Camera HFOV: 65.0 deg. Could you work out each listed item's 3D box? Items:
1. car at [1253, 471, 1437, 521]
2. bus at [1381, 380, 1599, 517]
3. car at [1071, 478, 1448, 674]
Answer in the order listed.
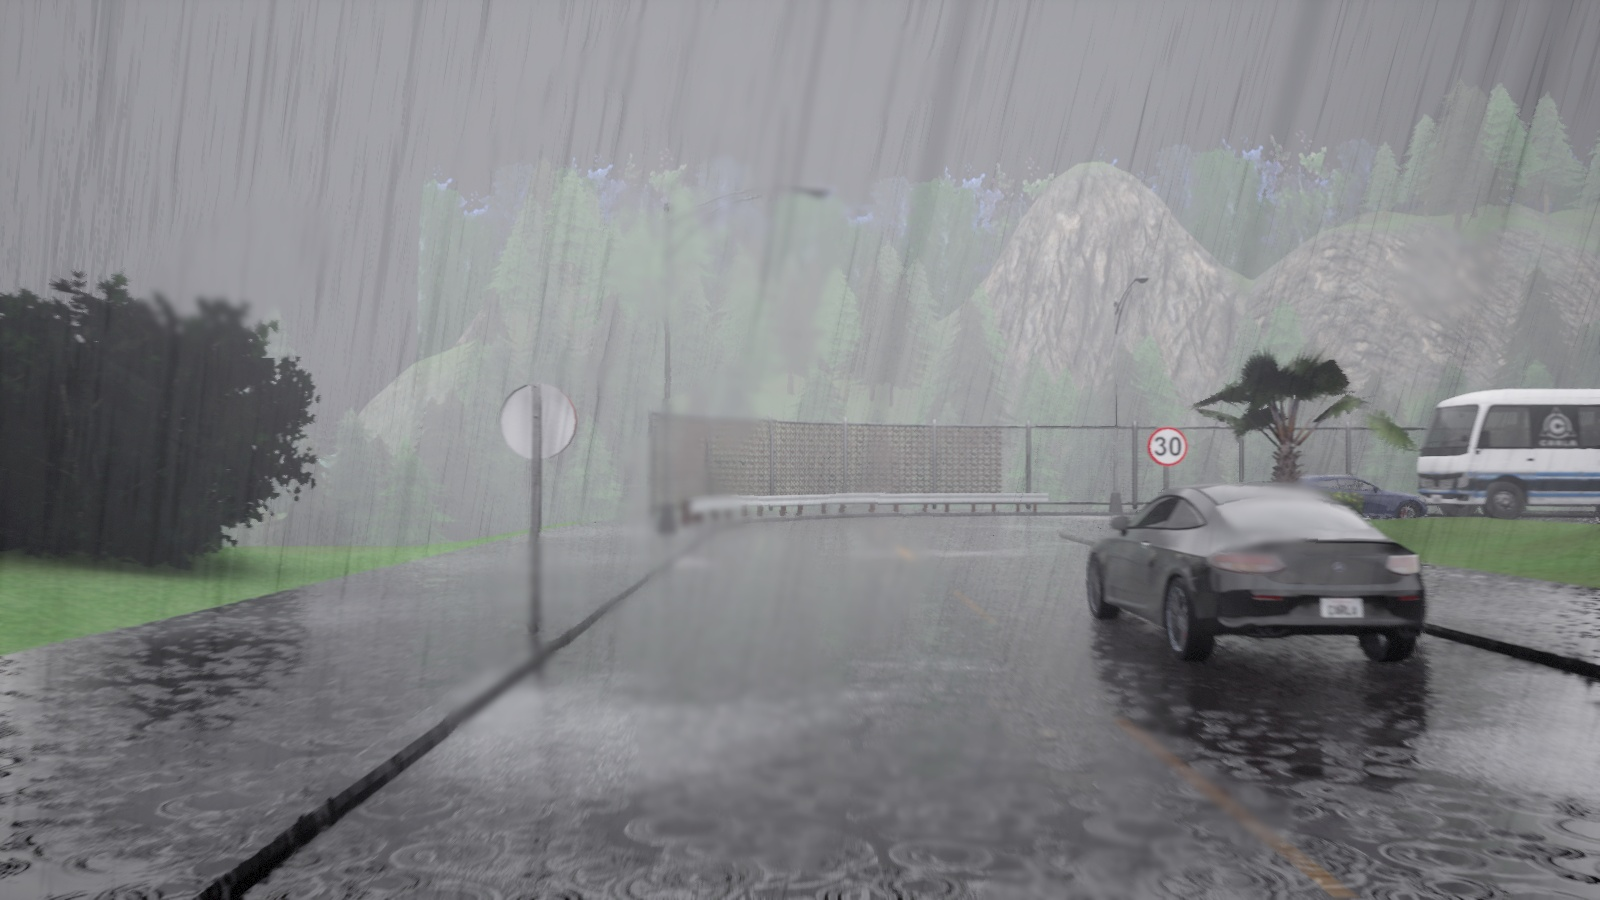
[{"bbox_3d":[16.112,1.340,37.271,4.674,1.442,1.812,0,-1,-1],"label":"car"},{"bbox_3d":[25.150,-0.038,41.268,10.273,4.253,3.944,0,-1,0],"label":"bus"},{"bbox_3d":[3.969,1.001,11.804,1.812,1.442,4.674,0,-1,0],"label":"car"}]
